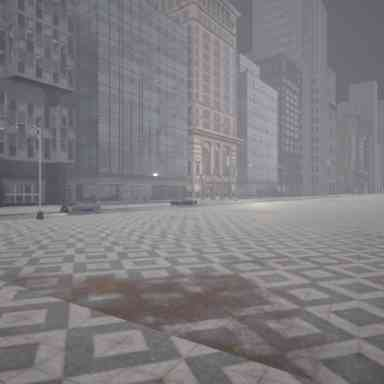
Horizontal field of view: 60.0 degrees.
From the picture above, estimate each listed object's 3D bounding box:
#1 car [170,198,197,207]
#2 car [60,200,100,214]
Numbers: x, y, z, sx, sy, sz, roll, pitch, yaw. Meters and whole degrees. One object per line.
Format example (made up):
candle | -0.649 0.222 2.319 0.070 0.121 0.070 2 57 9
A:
car | -1.280 1.581 50.894 1.895 1.301 4.718 0 0 36
car | -11.994 1.575 35.917 1.994 1.385 4.181 0 0 36
